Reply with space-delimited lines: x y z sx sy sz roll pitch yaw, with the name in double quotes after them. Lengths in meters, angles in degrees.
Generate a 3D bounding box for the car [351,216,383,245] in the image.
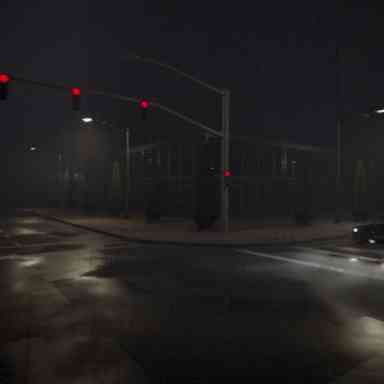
9.163 1.722 14.871 4.718 1.301 1.895 1 0 -35 "car"
